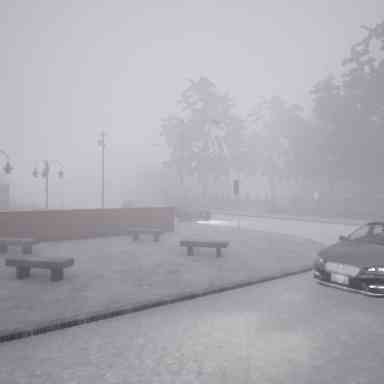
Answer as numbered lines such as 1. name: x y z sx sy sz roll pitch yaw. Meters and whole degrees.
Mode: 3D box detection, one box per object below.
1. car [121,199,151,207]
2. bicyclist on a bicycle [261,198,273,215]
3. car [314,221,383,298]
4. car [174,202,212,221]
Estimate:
1. car: -6.019 1.505 35.458 1.837 1.490 4.892 0 0 -35
2. bicyclist on a bicycle: 7.092 1.349 31.482 1.656 1.620 0.582 0 0 -35
3. car: 4.987 1.491 8.168 4.902 1.511 2.128 0 0 -36
4. car: -0.249 1.564 27.323 1.994 1.385 4.181 0 0 -35
